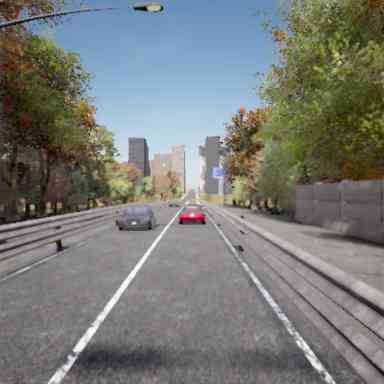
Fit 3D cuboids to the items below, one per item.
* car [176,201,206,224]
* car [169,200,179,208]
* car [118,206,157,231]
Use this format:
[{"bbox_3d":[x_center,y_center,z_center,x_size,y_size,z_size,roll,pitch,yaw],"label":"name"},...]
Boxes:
[{"bbox_3d":[0.037,1.651,25.906,1.994,1.385,4.181,0,0,1],"label":"car"},{"bbox_3d":[-3.269,2.197,62.620,2.033,1.411,5.357,0,-1,0],"label":"car"},{"bbox_3d":[-3.350,1.614,21.065,1.994,1.385,4.181,0,0,0],"label":"car"}]
